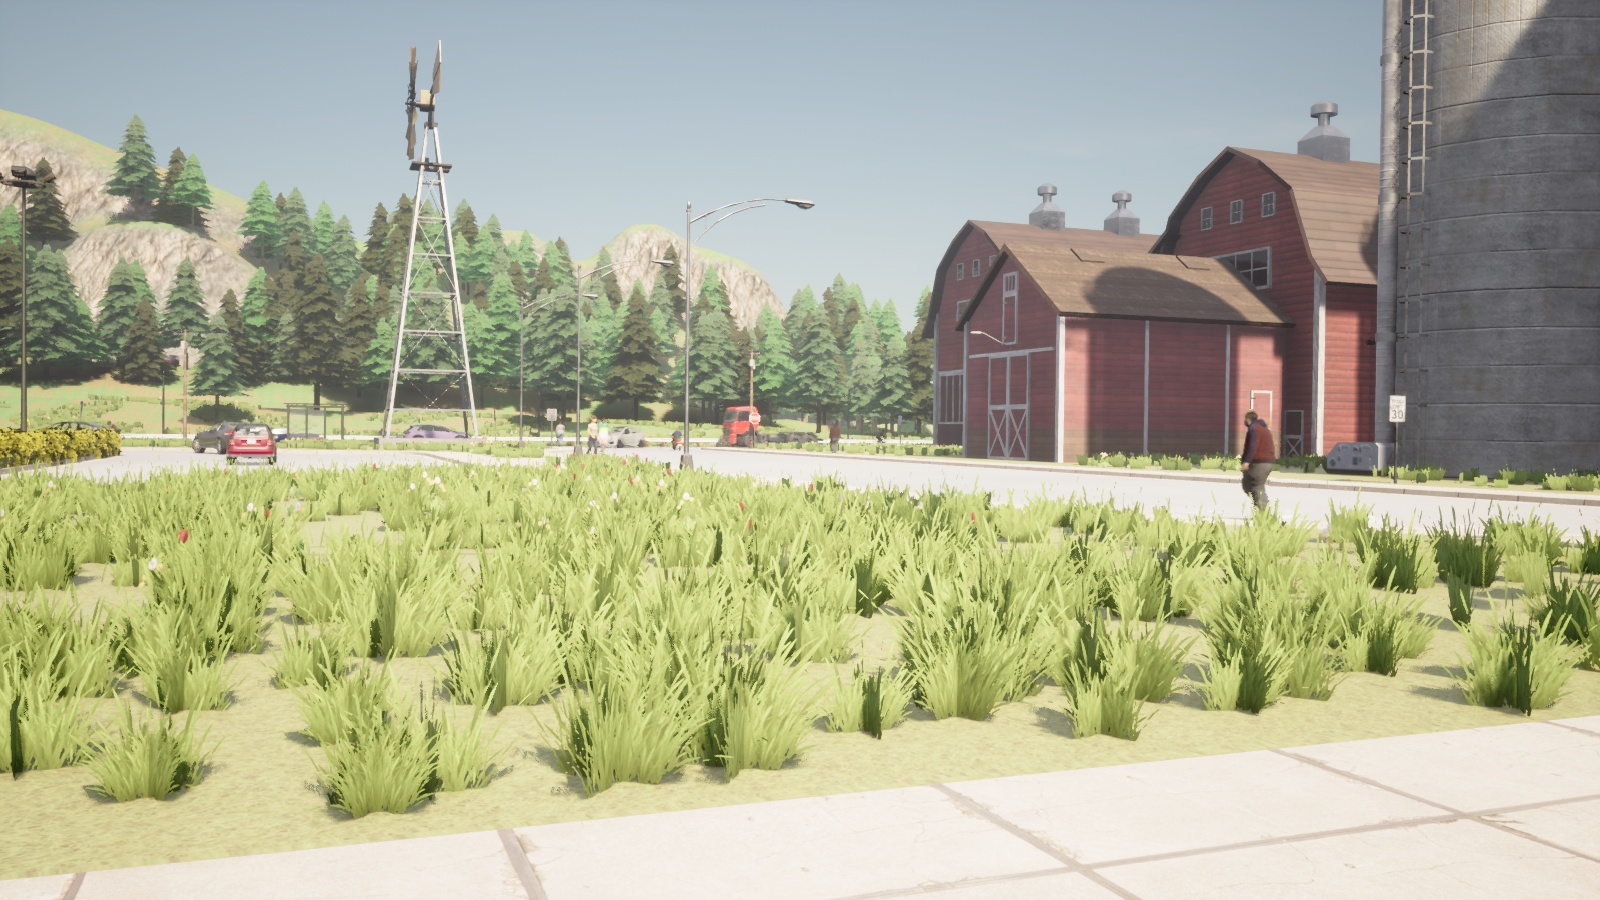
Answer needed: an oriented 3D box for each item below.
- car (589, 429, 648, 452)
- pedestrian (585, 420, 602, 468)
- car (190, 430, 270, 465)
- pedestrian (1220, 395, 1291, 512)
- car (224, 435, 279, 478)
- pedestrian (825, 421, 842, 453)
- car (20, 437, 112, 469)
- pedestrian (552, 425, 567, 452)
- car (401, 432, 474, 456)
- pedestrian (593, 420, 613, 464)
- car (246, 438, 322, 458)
[{"bbox_3d":[-13.730,-0.760,95.311,2.242,1.667,4.611,0,1,26],"label":"car"},{"bbox_3d":[-7.915,-0.245,48.083,0.345,1.836,0.594,-2,1,-44],"label":"pedestrian"},{"bbox_3d":[-28.815,-0.144,63.445,2.152,1.651,5.027,-1,1,-43],"label":"car"},{"bbox_3d":[7.357,0.044,20.282,0.899,1.844,0.634,0,1,40],"label":"pedestrian"},{"bbox_3d":[-21.039,0.216,48.289,1.789,1.549,3.705,-1,1,-22],"label":"car"},{"bbox_3d":[1.963,-0.762,73.397,0.634,1.844,0.899,-1,1,-22],"label":"pedestrian"},{"bbox_3d":[-37.939,0.126,65.003,3.705,1.549,1.789,-1,1,-10],"label":"car"},{"bbox_3d":[-16.818,-0.794,87.816,0.874,1.855,0.900,-1,1,-25],"label":"pedestrian"},{"bbox_3d":[-26.073,-0.458,90.220,4.856,1.649,2.033,-1,1,-21],"label":"car"},{"bbox_3d":[-8.768,-0.360,55.801,0.659,1.952,0.873,-1,1,-23],"label":"pedestrian"},{"bbox_3d":[-35.537,-0.126,86.605,4.718,1.301,1.895,-1,1,-21],"label":"car"}]
